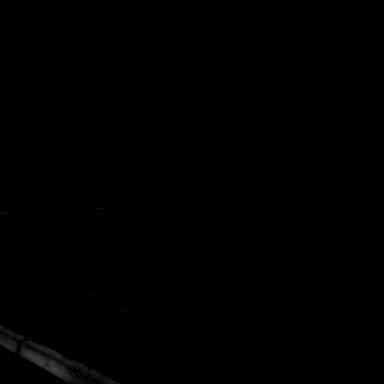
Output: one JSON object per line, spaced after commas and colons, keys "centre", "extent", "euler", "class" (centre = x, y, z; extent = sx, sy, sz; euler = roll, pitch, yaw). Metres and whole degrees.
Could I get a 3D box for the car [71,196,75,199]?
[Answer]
{"centre": [-15.321, 1.260, 38.559], "extent": [2.097, 1.767, 4.553], "euler": [0, 0, 32], "class": "car"}
